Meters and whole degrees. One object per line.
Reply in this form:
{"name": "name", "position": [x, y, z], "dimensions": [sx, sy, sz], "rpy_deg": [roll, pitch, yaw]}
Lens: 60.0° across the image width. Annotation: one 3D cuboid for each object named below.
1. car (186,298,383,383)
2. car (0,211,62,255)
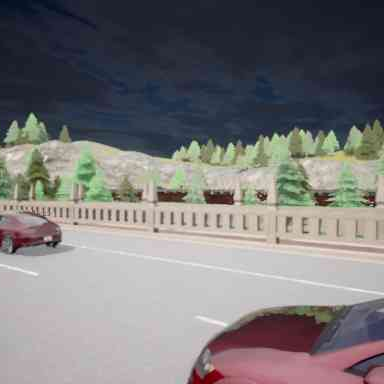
{"name": "car", "position": [1.997, 1.564, 2.567], "dimensions": [4.181, 1.385, 1.994], "rpy_deg": [0, 0, 35]}
{"name": "car", "position": [-7.062, 1.500, 13.197], "dimensions": [4.674, 1.442, 1.812], "rpy_deg": [0, 0, 34]}
